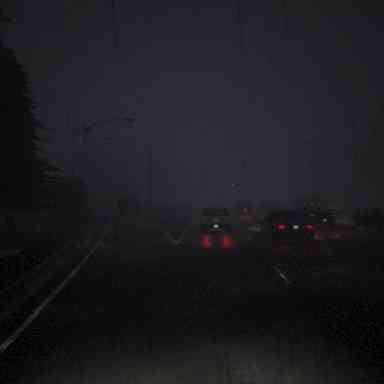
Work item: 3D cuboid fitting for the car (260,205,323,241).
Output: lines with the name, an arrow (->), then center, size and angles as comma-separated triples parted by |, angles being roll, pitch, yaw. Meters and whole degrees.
car -> 4.802, 1.650, 17.413 | 2.033, 1.411, 5.357 | 0, 0, 3

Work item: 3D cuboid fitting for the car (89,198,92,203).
car -> -26.755, 2.154, 84.294 | 1.812, 1.442, 4.674 | 0, 0, -30

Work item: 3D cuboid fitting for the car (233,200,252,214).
car -> 6.025, 1.749, 39.395 | 1.837, 1.490, 4.892 | 0, 0, 3

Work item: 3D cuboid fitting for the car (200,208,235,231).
car -> 1.543, 1.742, 21.830 | 1.895, 1.301, 4.718 | 0, 0, 3

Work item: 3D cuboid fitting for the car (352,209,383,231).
car -> 12.018, 1.706, 21.104 | 1.895, 1.301, 4.718 | 0, 0, 3

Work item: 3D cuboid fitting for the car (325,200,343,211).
car -> 16.591, 1.697, 40.319 | 1.882, 1.535, 5.008 | 0, 0, 3

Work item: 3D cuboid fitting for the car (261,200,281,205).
car -> 9.603, 1.720, 40.718 | 1.882, 1.535, 5.008 | 0, 0, 3

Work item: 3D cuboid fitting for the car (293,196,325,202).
car -> 12.964, 1.437, 38.134 | 2.150, 2.045, 5.566 | 0, 0, 3

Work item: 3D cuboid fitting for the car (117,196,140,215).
car -> -7.255, 1.495, 37.916 | 2.150, 2.045, 5.566 | 0, 0, -17

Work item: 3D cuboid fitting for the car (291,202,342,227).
car -> 8.637, 1.658, 23.615 | 1.812, 1.442, 4.674 | 0, 0, 3
